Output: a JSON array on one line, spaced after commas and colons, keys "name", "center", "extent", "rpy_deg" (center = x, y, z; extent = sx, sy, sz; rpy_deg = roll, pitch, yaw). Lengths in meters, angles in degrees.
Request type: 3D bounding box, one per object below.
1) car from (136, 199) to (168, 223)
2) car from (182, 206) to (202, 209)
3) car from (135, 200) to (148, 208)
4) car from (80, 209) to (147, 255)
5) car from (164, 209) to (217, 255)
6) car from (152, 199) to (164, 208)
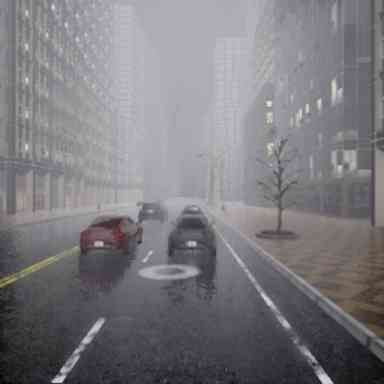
[{"name": "car", "center": [-3.233, 1.648, 28.419], "extent": [2.097, 1.767, 4.553], "rpy_deg": [0, -1, 0]}, {"name": "car", "center": [0.013, 1.862, 28.453], "extent": [1.994, 1.385, 4.181], "rpy_deg": [0, -1, 1]}, {"name": "car", "center": [-9.765, 2.313, 64.870], "extent": [1.895, 1.301, 4.718], "rpy_deg": [0, -1, 0]}, {"name": "car", "center": [-3.227, 1.667, 13.898], "extent": [1.812, 1.442, 4.674], "rpy_deg": [0, 0, 1]}, {"name": "car", "center": [0.022, 1.667, 13.904], "extent": [1.812, 1.442, 4.674], "rpy_deg": [0, 0, 1]}, {"name": "car", "center": [-6.524, 2.217, 64.971], "extent": [1.837, 1.490, 4.892], "rpy_deg": [0, 0, 1]}]
